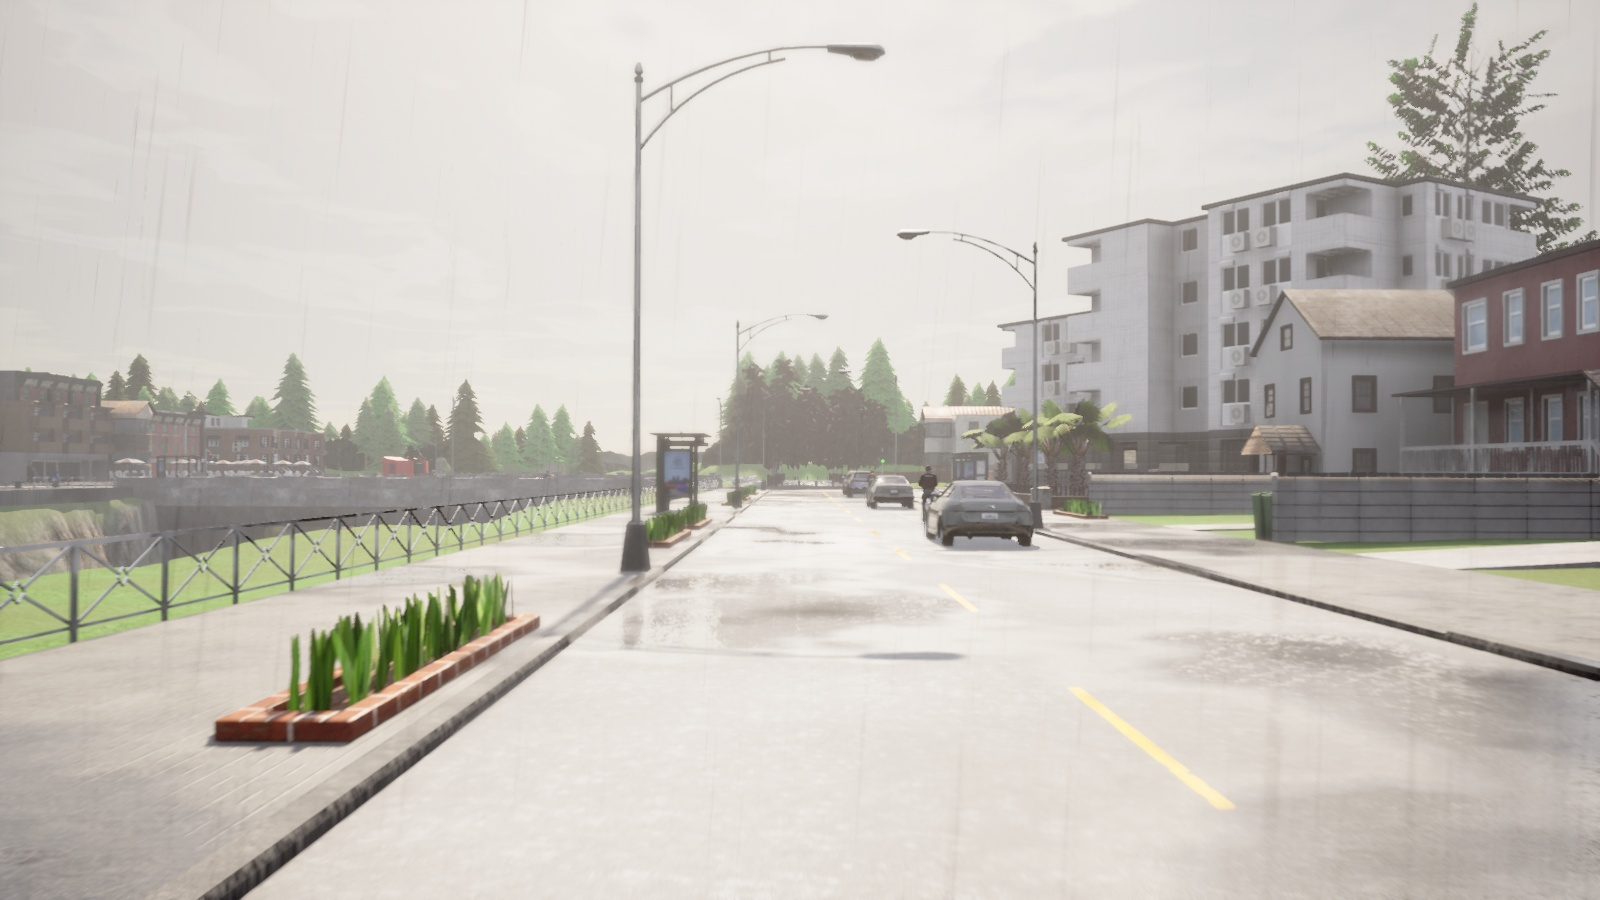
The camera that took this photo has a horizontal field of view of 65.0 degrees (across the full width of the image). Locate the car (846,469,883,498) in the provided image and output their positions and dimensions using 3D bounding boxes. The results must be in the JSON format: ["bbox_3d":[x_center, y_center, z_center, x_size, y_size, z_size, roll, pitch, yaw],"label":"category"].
[{"bbox_3d":[3.796,1.987,75.035,2.033,1.649,4.856,0,-1,1],"label":"car"}]

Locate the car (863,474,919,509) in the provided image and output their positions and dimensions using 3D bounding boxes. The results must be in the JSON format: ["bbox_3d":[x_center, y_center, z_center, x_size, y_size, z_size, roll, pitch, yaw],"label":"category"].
[{"bbox_3d":[3.871,1.754,54.173,2.033,1.411,5.357,0,-1,0],"label":"car"}]

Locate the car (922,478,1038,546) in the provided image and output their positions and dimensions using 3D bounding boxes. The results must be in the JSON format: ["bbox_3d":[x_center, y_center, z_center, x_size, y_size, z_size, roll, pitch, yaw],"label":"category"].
[{"bbox_3d":[3.932,1.333,28.105,1.994,1.385,4.181,0,-1,0],"label":"car"}]
